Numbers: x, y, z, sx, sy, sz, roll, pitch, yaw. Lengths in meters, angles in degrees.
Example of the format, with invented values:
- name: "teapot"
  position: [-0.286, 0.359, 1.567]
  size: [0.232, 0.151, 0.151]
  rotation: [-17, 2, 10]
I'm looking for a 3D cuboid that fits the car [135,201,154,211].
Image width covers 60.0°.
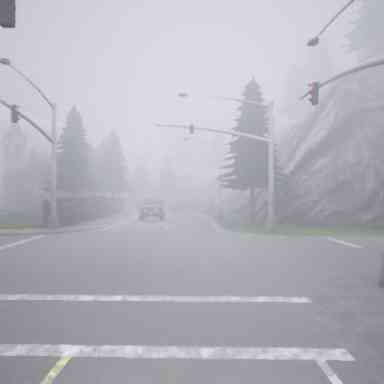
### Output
- name: "car"
  position: [-7.445, 2.191, 51.951]
  size: [1.994, 1.385, 4.181]
  rotation: [0, -1, -20]

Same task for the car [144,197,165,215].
- name: "car"
  position: [-4.803, 1.732, 42.278]
  size: [2.150, 2.045, 5.566]
  rotation: [0, -1, -11]

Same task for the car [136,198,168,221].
- name: "car"
  position: [-3.746, 1.608, 31.991]
  size: [2.150, 2.045, 5.566]
  rotation: [0, -1, -2]

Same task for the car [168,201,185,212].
- name: "car"
  position: [-2.351, 2.072, 48.088]
  size: [2.128, 1.511, 4.902]
  rotation: [0, -1, -14]
